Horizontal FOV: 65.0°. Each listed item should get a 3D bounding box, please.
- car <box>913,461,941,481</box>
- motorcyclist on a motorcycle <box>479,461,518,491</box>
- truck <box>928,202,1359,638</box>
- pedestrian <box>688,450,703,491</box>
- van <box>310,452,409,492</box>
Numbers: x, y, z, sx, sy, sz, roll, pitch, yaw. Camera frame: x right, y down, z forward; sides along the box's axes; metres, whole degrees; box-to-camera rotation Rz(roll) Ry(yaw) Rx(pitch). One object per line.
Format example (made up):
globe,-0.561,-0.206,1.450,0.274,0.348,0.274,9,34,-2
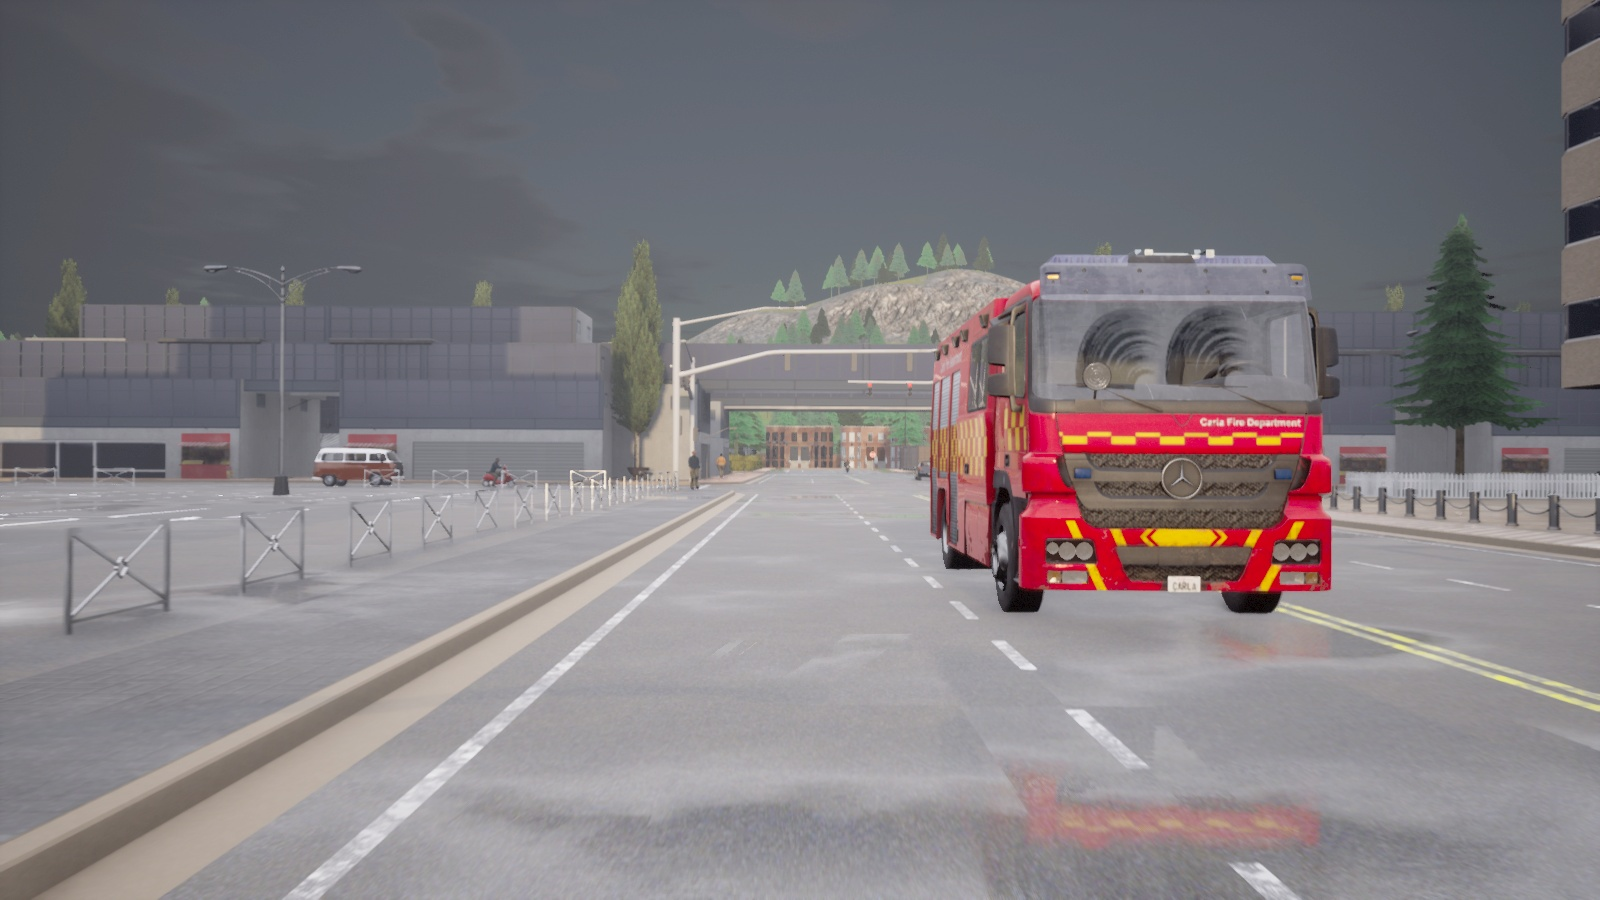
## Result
car,9.687,1.560,95.950,1.845,1.501,3.633,0,0,0
motorcyclist on a motorcycle,-15.862,1.353,66.090,1.817,1.590,0.866,0,0,1
truck,3.462,-0.234,15.304,2.891,3.827,8.468,0,0,0
pedestrian,-4.739,0.947,56.964,0.402,1.842,0.726,0,-1,-26
van,-23.224,1.150,66.264,4.480,2.038,2.069,0,0,1
